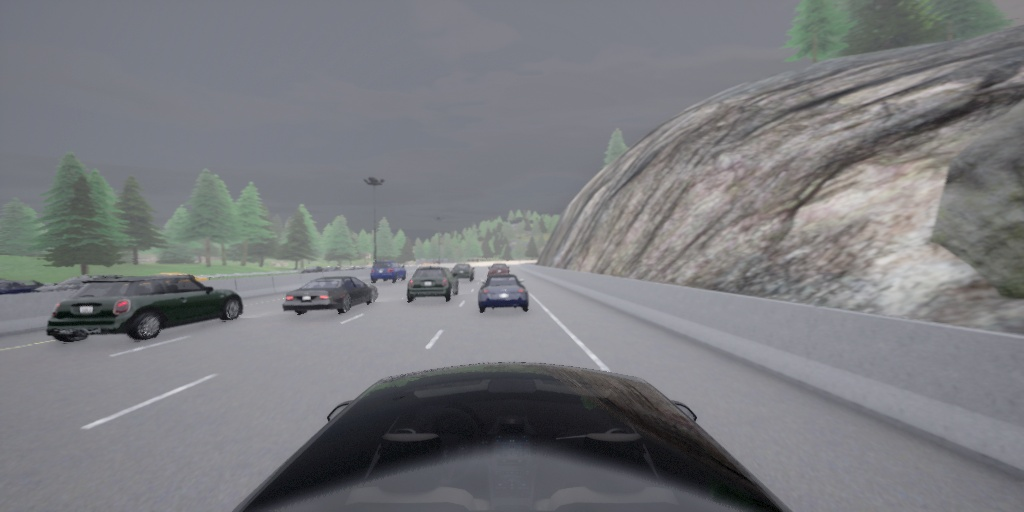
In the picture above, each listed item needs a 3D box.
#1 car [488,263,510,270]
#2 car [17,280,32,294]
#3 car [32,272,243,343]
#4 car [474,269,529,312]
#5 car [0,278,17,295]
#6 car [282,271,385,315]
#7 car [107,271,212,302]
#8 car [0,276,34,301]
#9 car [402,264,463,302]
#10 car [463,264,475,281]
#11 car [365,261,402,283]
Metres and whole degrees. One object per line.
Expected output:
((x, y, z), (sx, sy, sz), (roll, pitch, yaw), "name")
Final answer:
((-1.267, 1.461, 35.530), (2.097, 1.767, 4.553), (-1, -1, -2), "car")
((-25.375, 1.911, 21.541), (1.837, 1.490, 4.892), (-1, -1, -2), "car")
((-10.724, 1.388, 11.085), (2.097, 1.767, 4.553), (-1, -1, -2), "car")
((-0.386, 1.455, 15.257), (1.994, 1.385, 4.181), (-1, -1, -2), "car")
((-28.821, 2.057, 20.267), (1.895, 1.301, 4.718), (-1, -1, -2), "car")
((-7.386, 1.565, 15.206), (2.033, 1.411, 5.357), (-1, -1, -2), "car")
((-21.921, 1.833, 22.664), (1.882, 1.535, 5.008), (-1, -1, -2), "car")
((-32.366, 2.034, 21.201), (1.837, 1.490, 4.892), (-1, -1, -3), "car")
((-4.052, 1.347, 19.005), (2.097, 1.767, 4.553), (-1, -1, -2), "car")
((-4.764, 1.523, 35.380), (2.097, 1.767, 4.553), (-1, -1, -2), "car")
((-11.726, 1.508, 34.357), (2.150, 2.045, 5.566), (-1, -1, -2), "car")
